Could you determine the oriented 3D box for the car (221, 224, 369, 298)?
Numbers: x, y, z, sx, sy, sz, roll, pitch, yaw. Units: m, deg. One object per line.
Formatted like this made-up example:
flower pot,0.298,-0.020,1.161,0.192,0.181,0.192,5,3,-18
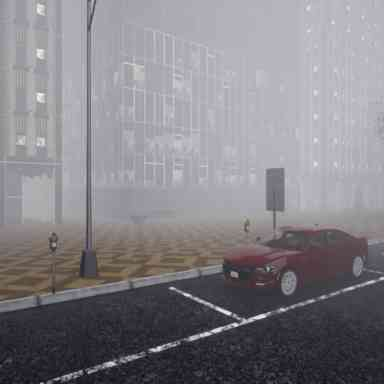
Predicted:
car,2.748,1.545,8.527,4.507,1.381,1.887,0,0,-36
